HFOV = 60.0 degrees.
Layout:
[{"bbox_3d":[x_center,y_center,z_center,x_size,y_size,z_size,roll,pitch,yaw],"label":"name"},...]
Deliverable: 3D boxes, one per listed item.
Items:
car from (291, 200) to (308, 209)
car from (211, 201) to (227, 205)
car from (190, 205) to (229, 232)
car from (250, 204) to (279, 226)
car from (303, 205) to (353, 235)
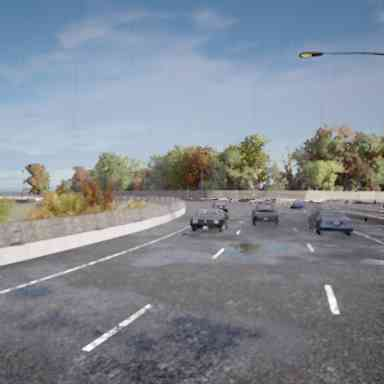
[{"bbox_3d":[17.482,2.045,53.873,1.994,1.385,4.181,0,0,29],"label":"car"},{"bbox_3d":[3.349,1.824,40.621,2.033,1.411,5.357,1,0,1],"label":"car"},{"bbox_3d":[1.236,1.739,21.086,1.895,1.301,4.718,0,0,12],"label":"car"},{"bbox_3d":[5.557,1.696,25.654,2.128,1.511,4.902,1,0,9],"label":"car"},{"bbox_3d":[8.265,1.742,20.210,2.033,1.411,5.357,0,0,12],"label":"car"}]
